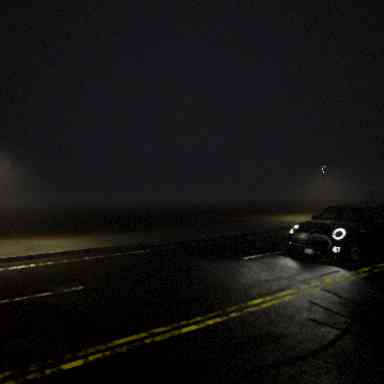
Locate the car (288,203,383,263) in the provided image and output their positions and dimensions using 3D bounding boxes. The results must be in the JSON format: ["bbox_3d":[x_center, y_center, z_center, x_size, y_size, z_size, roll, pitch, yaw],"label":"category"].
[{"bbox_3d":[5.422,1.225,11.628,4.553,1.767,2.097,-1,0,-36],"label":"car"}]
